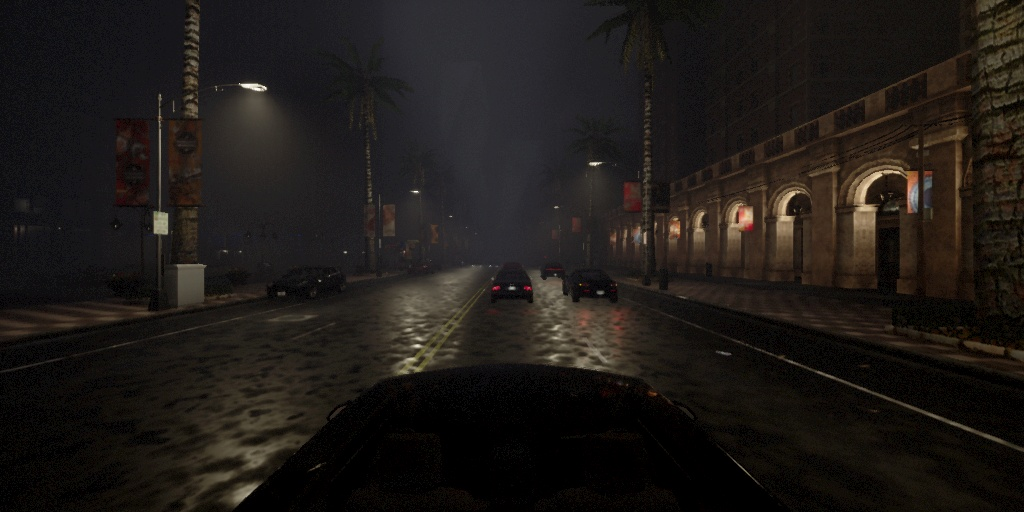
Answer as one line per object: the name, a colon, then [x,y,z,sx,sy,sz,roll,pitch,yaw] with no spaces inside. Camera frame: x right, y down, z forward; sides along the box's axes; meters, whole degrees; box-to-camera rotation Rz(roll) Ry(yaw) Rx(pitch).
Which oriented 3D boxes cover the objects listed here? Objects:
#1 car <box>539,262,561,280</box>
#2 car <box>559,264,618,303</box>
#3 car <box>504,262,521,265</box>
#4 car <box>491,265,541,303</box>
car: [3.528,1.264,31.471,1.837,1.490,4.892,0,0,0]
car: [3.500,1.280,16.500,1.812,1.442,4.674,0,0,0]
car: [0.028,1.232,31.491,1.882,1.535,5.008,0,0,0]
car: [0.000,1.310,16.500,2.033,1.411,5.357,0,0,0]
